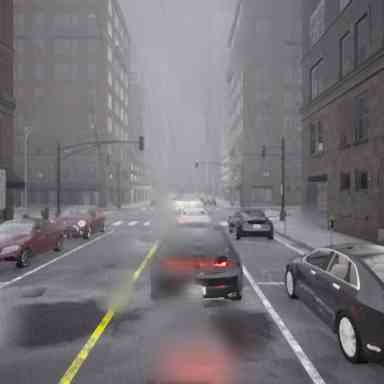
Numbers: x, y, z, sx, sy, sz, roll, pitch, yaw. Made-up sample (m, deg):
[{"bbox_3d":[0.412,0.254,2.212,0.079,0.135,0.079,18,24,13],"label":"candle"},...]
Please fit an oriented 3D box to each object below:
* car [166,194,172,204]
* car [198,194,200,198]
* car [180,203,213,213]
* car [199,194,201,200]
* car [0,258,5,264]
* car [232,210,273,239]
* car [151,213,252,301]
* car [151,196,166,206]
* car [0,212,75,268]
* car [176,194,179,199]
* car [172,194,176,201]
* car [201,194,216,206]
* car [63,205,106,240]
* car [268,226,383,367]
[{"bbox_3d":[-5.612,1.538,64.557,2.008,1.369,4.403,0,0,0],"label":"car"},{"bbox_3d":[2.932,1.444,75.362,1.967,1.590,4.097,0,0,0],"label":"car"},{"bbox_3d":[0.083,1.508,17.449,1.812,1.442,4.674,0,0,-1],"label":"car"},{"bbox_3d":[2.913,1.538,64.544,2.008,1.369,4.403,0,0,0],"label":"car"},{"bbox_3d":[-3.093,1.490,1.097,2.128,1.511,4.902,0,0,0],"label":"car"},{"bbox_3d":[2.856,1.549,16.636,1.947,1.339,4.313,0,0,0],"label":"car"},{"bbox_3d":[0.098,1.496,8.301,1.837,1.490,4.892,0,0,0],"label":"car"},{"bbox_3d":[-5.633,1.561,53.740,1.802,1.307,4.206,0,0,0],"label":"car"},{"bbox_3d":[-5.670,1.570,11.136,1.802,1.307,4.206,0,0,0],"label":"car"},{"bbox_3d":[-5.563,1.359,91.600,2.192,1.841,5.009,0,0,0],"label":"car"},{"bbox_3d":[-5.583,1.540,80.612,1.752,1.417,4.829,0,0,0],"label":"car"},{"bbox_3d":[2.892,1.419,53.726,1.967,1.590,4.097,0,0,0],"label":"car"},{"bbox_3d":[-5.669,1.423,16.637,1.967,1.590,4.097,0,0,0],"label":"car"},{"bbox_3d":[2.855,1.544,5.634,2.008,1.369,4.403,0,0,0],"label":"car"}]
